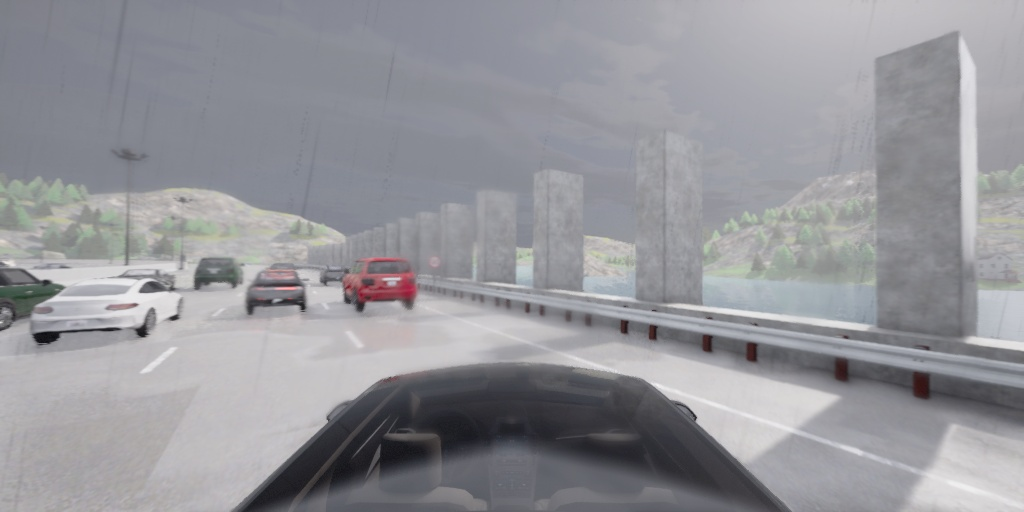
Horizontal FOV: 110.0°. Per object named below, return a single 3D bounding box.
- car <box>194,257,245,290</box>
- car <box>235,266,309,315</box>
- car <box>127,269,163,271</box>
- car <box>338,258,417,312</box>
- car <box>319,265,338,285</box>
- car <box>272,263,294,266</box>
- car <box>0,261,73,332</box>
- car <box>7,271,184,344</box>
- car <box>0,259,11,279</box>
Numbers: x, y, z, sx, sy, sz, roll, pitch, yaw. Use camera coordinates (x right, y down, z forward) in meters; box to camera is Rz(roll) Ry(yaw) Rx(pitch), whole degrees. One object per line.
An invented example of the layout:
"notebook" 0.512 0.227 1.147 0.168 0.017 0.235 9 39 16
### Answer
"car" -19.631 1.106 24.225 2.150 2.045 5.566 1 -1 -32
"car" -9.213 1.329 14.191 2.128 1.511 4.902 1 -1 -32
"car" -22.408 1.430 22.050 1.895 1.301 4.718 1 -1 -32
"car" -5.736 1.104 15.231 2.150 2.045 5.566 1 -1 -32
"car" -14.277 1.485 28.858 2.128 1.511 4.902 1 -1 -32
"car" -17.076 1.290 26.734 2.097 1.767 4.553 1 -1 -32
"car" -14.974 1.086 10.205 2.097 1.767 4.553 1 -1 -32
"car" -10.518 1.291 9.655 1.812 1.442 4.674 1 -1 -32
"car" -43.823 1.088 29.168 2.097 1.767 4.553 1 -1 -34
